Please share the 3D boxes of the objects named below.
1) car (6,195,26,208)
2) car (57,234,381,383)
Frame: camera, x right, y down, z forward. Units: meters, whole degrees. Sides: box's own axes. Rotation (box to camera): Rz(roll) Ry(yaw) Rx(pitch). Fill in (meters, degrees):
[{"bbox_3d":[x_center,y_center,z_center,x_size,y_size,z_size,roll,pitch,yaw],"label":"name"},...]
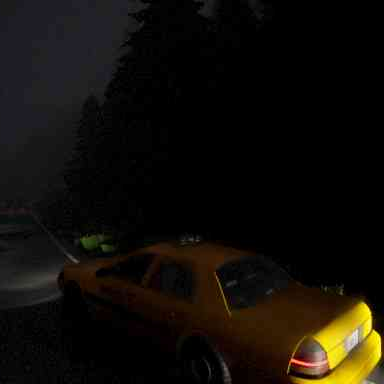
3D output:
[{"bbox_3d":[-21.156,1.057,40.035,2.128,1.511,4.902,-2,2,-26],"label":"car"},{"bbox_3d":[-0.248,1.418,5.073,5.366,1.575,1.801,1,1,44],"label":"car"}]
